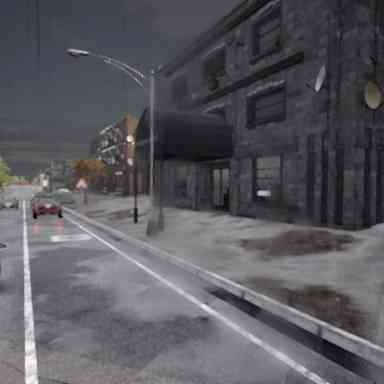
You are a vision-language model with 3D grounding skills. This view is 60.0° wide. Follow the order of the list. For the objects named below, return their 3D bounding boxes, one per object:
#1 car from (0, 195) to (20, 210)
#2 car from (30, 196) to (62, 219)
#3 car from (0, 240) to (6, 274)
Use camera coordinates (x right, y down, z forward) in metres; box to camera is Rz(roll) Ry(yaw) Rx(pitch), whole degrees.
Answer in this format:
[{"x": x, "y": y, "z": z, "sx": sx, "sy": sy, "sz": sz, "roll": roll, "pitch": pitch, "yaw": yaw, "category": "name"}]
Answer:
[{"x": -20.604, "y": 1.108, "z": 37.547, "sx": 2.128, "sy": 1.511, "sz": 4.902, "roll": 0, "pitch": 2, "yaw": -27, "category": "car"}, {"x": -11.955, "y": 1.127, "z": 27.297, "sx": 2.097, "sy": 1.767, "sz": 4.553, "roll": 0, "pitch": 1, "yaw": -27, "category": "car"}, {"x": -5.252, "y": 1.460, "z": 7.218, "sx": 1.837, "sy": 1.490, "sz": 4.892, "roll": 0, "pitch": 1, "yaw": -27, "category": "car"}]
